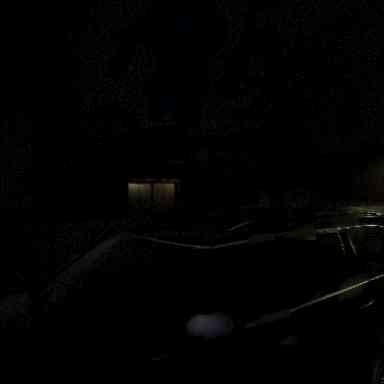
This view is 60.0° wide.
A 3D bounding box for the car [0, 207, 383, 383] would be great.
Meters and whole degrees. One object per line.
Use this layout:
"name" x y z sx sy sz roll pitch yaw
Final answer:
"car" 0.093 1.220 3.138 5.566 2.045 2.150 0 0 -36
